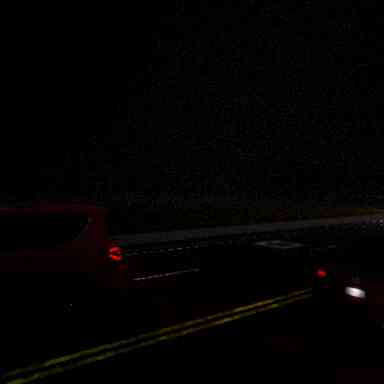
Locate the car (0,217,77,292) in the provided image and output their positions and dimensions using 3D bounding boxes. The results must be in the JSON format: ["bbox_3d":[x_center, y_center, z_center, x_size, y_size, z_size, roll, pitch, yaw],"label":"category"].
[{"bbox_3d":[-5.458,1.505,7.776,4.892,1.490,1.837,0,0,-36],"label":"car"}]

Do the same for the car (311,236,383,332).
[{"bbox_3d":[4.226,1.565,6.453,4.181,1.385,1.994,0,0,-36],"label":"car"}]

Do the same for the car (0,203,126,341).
[{"bbox_3d":[-3.766,1.222,4.991,5.566,2.045,2.150,0,0,-36],"label":"car"}]
